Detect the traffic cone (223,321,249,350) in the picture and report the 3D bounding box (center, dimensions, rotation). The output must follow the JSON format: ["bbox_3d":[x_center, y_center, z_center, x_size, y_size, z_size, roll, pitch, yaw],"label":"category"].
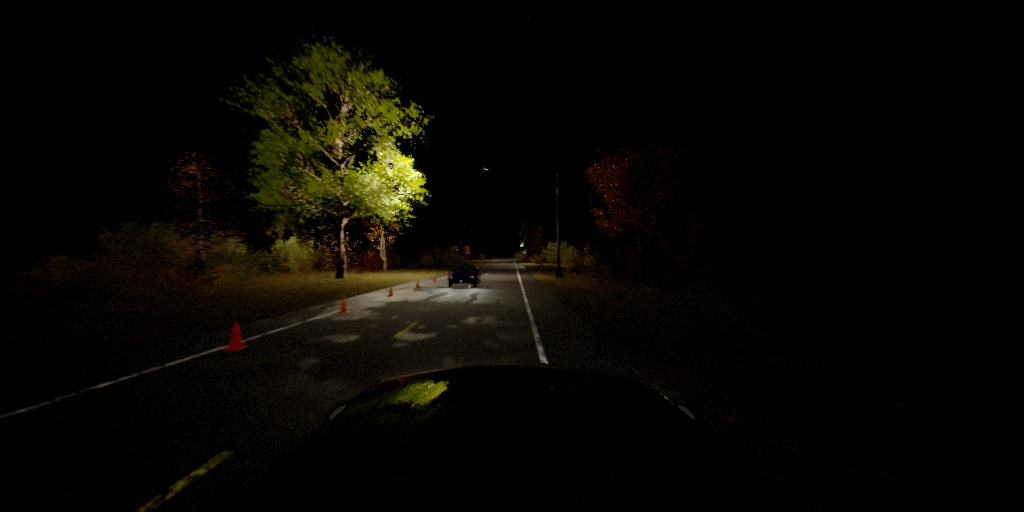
[{"bbox_3d":[-6.041,1.728,7.852,0.340,0.580,0.340,0,0,0],"label":"traffic cone"}]

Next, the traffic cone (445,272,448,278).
[{"bbox_3d":[-5.975,1.734,32.854,0.340,0.580,0.340,0,0,0],"label":"traffic cone"}]

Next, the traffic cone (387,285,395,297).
[{"bbox_3d":[-6.015,1.731,17.853,0.340,0.580,0.340,0,0,0],"label":"traffic cone"}]

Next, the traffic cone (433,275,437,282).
[{"bbox_3d":[-5.989,1.733,27.854,0.340,0.580,0.340,0,0,0],"label":"traffic cone"}]

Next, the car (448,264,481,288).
[{"bbox_3d":[-3.152,1.292,24.506,1.812,1.442,4.674,0,0,0],"label":"car"}]

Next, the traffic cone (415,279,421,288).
[{"bbox_3d":[-6.001,1.732,22.854,0.340,0.580,0.340,0,0,0],"label":"traffic cone"}]

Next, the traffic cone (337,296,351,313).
[{"bbox_3d":[-6.028,1.729,12.852,0.340,0.580,0.340,0,0,0],"label":"traffic cone"}]
